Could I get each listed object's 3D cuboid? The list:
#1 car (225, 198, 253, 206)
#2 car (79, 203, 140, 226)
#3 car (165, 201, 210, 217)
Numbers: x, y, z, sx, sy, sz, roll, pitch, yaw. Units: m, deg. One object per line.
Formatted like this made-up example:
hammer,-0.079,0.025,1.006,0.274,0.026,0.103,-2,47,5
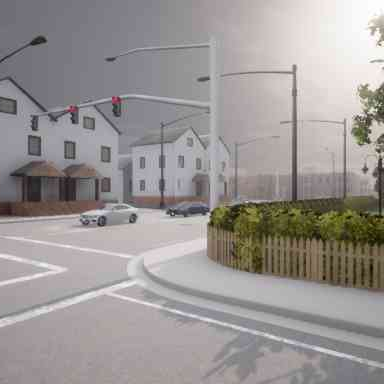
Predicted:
car,5.690,1.492,39.875,2.128,1.511,4.902,0,0,35
car,-5.679,1.526,23.440,1.812,1.442,4.674,0,0,35
car,-0.190,1.547,31.387,2.033,1.411,5.357,0,0,35
